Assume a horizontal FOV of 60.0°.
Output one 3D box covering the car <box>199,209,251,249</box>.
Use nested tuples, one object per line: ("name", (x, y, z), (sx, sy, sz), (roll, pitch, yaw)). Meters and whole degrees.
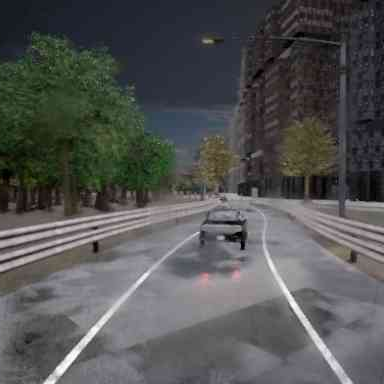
("car", (1.522, 1.499, 14.800), (2.128, 1.511, 4.902), (0, 0, 11))

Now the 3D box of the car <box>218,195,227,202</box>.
("car", (6.859, 1.473, 76.500), (1.812, 1.442, 4.674), (0, 0, -7))
